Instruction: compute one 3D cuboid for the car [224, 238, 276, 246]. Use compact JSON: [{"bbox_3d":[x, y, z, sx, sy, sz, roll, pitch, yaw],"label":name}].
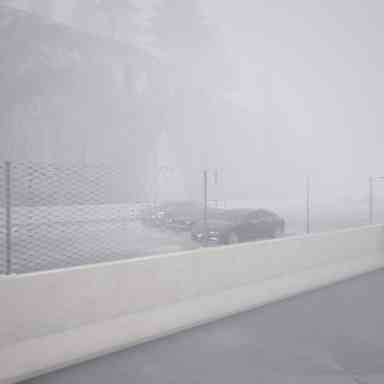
[{"bbox_3d":[2.158,1.468,14.677,4.892,1.490,1.837,0,0,-39],"label":"car"}]
